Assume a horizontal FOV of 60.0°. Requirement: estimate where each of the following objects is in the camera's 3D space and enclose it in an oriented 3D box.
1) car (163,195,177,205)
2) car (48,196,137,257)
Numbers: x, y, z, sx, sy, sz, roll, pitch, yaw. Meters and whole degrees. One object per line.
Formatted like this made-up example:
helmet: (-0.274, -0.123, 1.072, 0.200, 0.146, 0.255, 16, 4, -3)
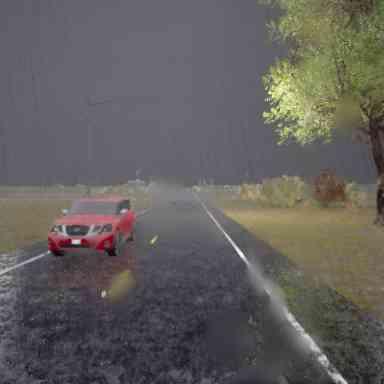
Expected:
car: (-3.557, 1.339, 54.174, 1.837, 1.490, 4.892, 0, 0, 1)
car: (-3.601, 1.189, 13.121, 2.150, 2.045, 5.566, 0, 0, 0)
